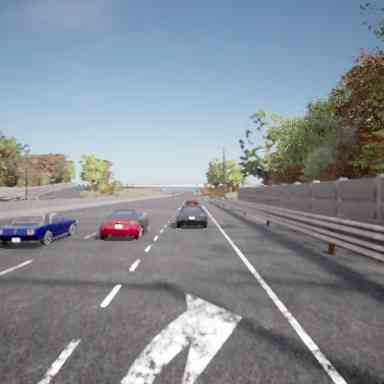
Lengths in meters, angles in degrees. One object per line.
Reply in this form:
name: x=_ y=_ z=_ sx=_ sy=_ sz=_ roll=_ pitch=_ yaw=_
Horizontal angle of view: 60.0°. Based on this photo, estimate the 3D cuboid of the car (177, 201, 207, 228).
car: x=-0.001 y=1.574 z=22.554 sx=1.994 sy=1.385 sz=4.181 roll=0 pitch=0 yaw=0

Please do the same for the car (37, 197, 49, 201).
car: x=-28.001 y=1.642 z=64.192 sx=2.033 sy=1.411 sz=5.357 roll=0 pitch=0 yaw=0

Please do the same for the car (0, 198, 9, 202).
car: x=-31.506 y=1.635 z=53.984 sx=1.994 sy=1.385 sz=4.181 roll=0 pitch=0 yaw=0

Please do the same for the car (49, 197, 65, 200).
car: x=-24.503 y=1.642 z=62.964 sx=2.033 sy=1.411 sz=5.357 roll=0 pitch=0 yaw=0

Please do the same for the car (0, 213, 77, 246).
car: x=-6.898 y=1.603 z=15.268 sx=1.895 sy=1.301 sz=4.718 roll=0 pitch=0 yaw=0

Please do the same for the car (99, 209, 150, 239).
car: x=-3.400 y=1.568 z=17.405 sx=1.994 sy=1.385 sz=4.181 roll=0 pitch=0 yaw=0

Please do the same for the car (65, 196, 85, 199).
car: x=-21.009 y=1.444 z=61.131 sx=2.097 sy=1.767 sz=4.553 roll=0 pitch=0 yaw=0

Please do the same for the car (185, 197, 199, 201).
car: x=0.000 y=1.541 z=49.232 sx=1.882 sy=1.535 sz=5.008 roll=0 pitch=0 yaw=0
